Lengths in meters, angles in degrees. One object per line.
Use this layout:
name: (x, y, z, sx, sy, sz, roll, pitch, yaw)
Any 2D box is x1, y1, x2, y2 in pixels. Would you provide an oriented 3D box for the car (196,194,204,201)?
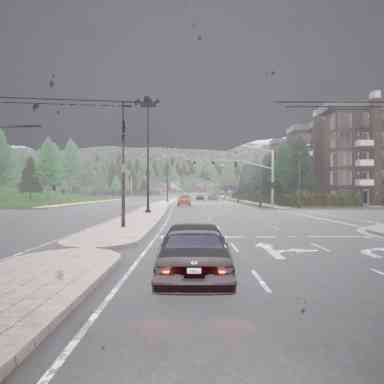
car: (2.069, 1.477, 85.448, 1.882, 1.535, 5.008, 0, 0, 0)

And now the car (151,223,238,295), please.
car: (0.052, 1.547, 8.841, 2.033, 1.411, 5.357, 0, 0, 0)

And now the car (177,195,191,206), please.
car: (-1.300, 1.352, 54.588, 2.097, 1.767, 4.553, 0, 0, -1)

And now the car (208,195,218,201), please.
car: (5.569, 1.539, 85.452, 2.033, 1.411, 5.357, 0, 0, 0)

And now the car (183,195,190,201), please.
car: (-1.431, 1.523, 85.413, 1.812, 1.442, 4.674, 0, 0, 0)
